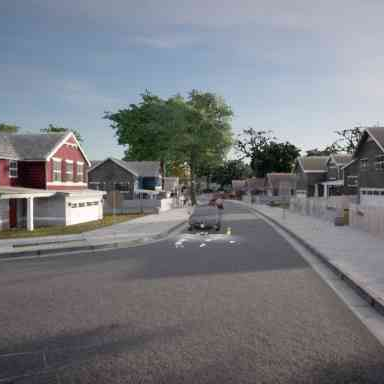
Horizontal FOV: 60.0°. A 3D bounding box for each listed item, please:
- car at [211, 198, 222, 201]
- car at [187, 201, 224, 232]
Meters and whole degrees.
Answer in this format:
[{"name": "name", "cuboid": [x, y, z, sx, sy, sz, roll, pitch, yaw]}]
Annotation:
[{"name": "car", "cuboid": [3.260, 1.561, 44.581, 1.882, 1.535, 5.008, 0, 0, 4]}, {"name": "car", "cuboid": [0.869, 1.571, 20.339, 1.837, 1.490, 4.892, 0, 0, 7]}]
